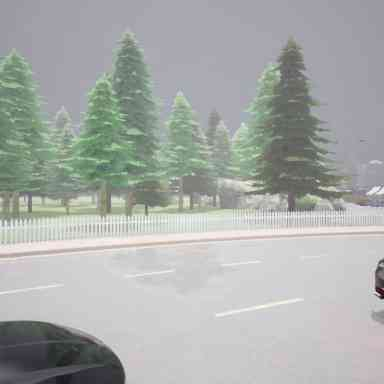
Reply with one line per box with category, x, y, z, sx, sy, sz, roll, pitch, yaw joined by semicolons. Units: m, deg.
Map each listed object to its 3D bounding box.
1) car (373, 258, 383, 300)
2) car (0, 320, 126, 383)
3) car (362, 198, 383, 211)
car;5.605;1.492;6.112;4.902;1.511;2.128;0;0;-24
car;-2.740;1.478;1.608;5.008;1.535;1.882;0;0;-37
car;19.891;1.406;33.842;2.097;1.767;4.553;0;0;-4
